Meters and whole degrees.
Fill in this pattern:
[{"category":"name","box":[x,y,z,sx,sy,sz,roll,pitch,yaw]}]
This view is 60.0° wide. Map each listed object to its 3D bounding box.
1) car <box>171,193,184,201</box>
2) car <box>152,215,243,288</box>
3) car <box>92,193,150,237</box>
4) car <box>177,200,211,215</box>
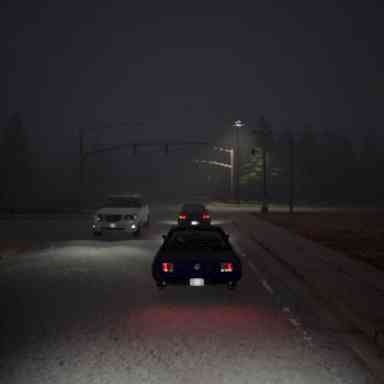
[{"category":"car","box":[-3.383,0.942,72.131,2.097,1.767,4.553,0,0,0]},{"category":"car","box":[0.110,1.550,9.040,1.895,1.301,4.718,0,0,0]},{"category":"car","box":[-3.556,1.110,17.717,2.150,2.045,5.566,0,1,0]},{"category":"car","box":[0.123,1.411,19.245,1.812,1.442,4.674,0,0,0]}]
